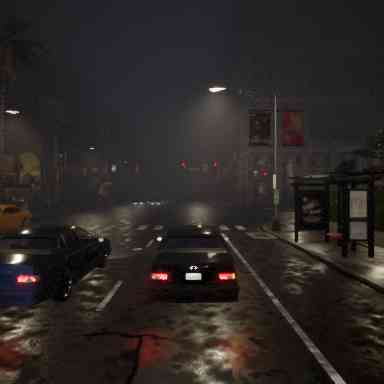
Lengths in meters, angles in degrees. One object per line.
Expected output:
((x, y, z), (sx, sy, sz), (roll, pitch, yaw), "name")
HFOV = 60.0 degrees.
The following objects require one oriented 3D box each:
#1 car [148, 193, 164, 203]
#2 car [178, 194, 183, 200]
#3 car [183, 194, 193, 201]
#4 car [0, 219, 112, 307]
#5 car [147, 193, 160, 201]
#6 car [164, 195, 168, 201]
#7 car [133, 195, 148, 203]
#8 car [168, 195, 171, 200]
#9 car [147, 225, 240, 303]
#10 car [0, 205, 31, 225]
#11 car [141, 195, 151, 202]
((-7.512, 1.553, 69.681), (1.994, 1.385, 4.181), (0, 0, 0), "car")
((-2.218, 1.355, 95.143), (2.097, 1.767, 4.553), (0, 0, 19), "car")
((-0.606, 1.540, 81.949), (2.033, 1.411, 5.357), (0, 0, 0), "car")
((-3.476, 1.547, 8.236), (2.033, 1.411, 5.357), (0, 0, 0), "car")
((-10.414, 1.225, 90.772), (2.150, 2.045, 5.566), (0, 0, 9), "car")
((-7.591, 1.355, 80.341), (2.097, 1.767, 4.553), (0, 0, 0), "car")
((-11.012, 1.553, 69.621), (1.994, 1.385, 4.181), (0, 0, 0), "car")
((-6.891, 1.500, 90.589), (1.837, 1.490, 4.892), (0, 0, 9), "car")
((0.024, 1.547, 8.421), (2.033, 1.411, 5.357), (0, 0, 0), "car")
((-10.679, 1.477, 18.109), (1.882, 1.535, 5.008), (0, 0, 0), "car")
((-11.092, 1.524, 80.174), (1.812, 1.442, 4.674), (0, 0, 0), "car")
